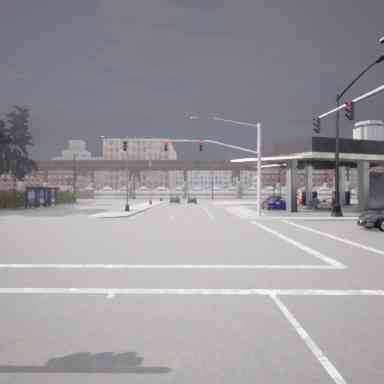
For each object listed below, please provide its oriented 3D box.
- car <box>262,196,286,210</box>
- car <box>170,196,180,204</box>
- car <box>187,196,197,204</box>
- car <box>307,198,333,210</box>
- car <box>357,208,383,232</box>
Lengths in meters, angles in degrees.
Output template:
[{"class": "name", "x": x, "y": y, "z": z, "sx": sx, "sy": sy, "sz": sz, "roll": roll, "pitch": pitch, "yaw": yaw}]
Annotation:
[{"class": "car", "x": 9.724, "y": 1.295, "z": 39.691, "sx": 2.242, "sy": 1.667, "sz": 4.611, "roll": 0, "pitch": 0, "yaw": 0}, {"class": "car", "x": -3.376, "y": 1.491, "z": 66.292, "sx": 2.128, "sy": 1.511, "sz": 4.902, "roll": 0, "pitch": 0, "yaw": 0}, {"class": "car", "x": 0.022, "y": 1.547, "z": 64.370, "sx": 2.033, "sy": 1.411, "sz": 5.357, "roll": 0, "pitch": 0, "yaw": 0}, {"class": "car", "x": 15.469, "y": 1.456, "z": 40.452, "sx": 1.970, "sy": 1.475, "sz": 3.806, "roll": 0, "pitch": 0, "yaw": 0}, {"class": "car", "x": 12.296, "y": 1.505, "z": 19.528, "sx": 4.892, "sy": 1.490, "sz": 1.837, "roll": 0, "pitch": 0, "yaw": -1}]
